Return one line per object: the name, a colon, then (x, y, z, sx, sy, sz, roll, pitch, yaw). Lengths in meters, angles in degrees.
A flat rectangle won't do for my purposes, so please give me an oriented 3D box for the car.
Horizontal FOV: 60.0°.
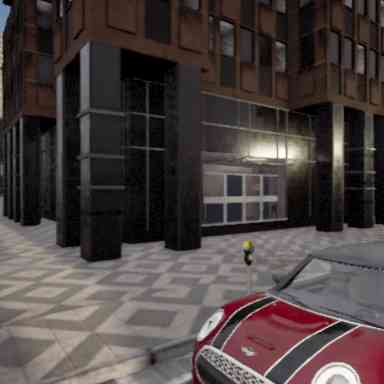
car: (1.971, 1.422, 3.917, 4.097, 1.590, 1.967, 0, 0, -35)
